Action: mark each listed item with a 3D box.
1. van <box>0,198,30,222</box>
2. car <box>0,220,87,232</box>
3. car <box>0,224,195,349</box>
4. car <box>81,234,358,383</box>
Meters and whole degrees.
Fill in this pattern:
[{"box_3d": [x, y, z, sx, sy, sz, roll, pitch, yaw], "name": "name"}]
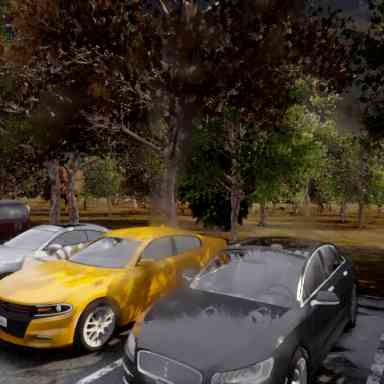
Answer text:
[{"box_3d": [-7.992, 1.254, 11.295, 1.878, 1.987, 4.442, 0, 0, 35], "name": "van"}, {"box_3d": [-3.384, 1.521, 8.165, 2.002, 1.452, 4.674, 0, 0, 35], "name": "car"}, {"box_3d": [-1.113, 1.480, 6.553, 2.097, 1.535, 5.008, 0, 0, 35], "name": "car"}, {"box_3d": [1.158, 1.481, 4.940, 2.231, 1.521, 4.892, 0, 0, 35], "name": "car"}]
